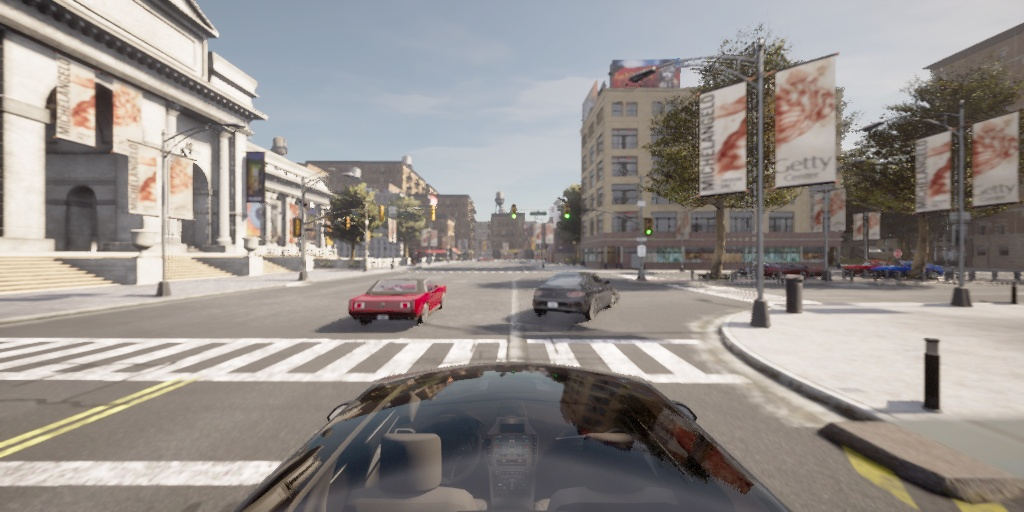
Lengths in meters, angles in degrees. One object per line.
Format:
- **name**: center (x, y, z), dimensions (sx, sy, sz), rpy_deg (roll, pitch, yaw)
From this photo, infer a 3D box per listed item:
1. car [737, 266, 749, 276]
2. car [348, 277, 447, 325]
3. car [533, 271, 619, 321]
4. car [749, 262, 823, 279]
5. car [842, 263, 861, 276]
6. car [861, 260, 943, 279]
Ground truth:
- **car**: center (23.684, 1.258, 33.825), dimensions (4.181, 1.385, 1.994), rpy_deg (0, 0, 0)
- **car**: center (-3.399, 1.332, 11.692), dimensions (1.895, 1.301, 4.718), rpy_deg (0, 0, 0)
- **car**: center (2.301, 1.256, 12.472), dimensions (1.812, 1.442, 4.674), rpy_deg (-1, 0, 29)
- **car**: center (23.221, 1.301, 30.334), dimensions (4.718, 1.301, 1.895), rpy_deg (0, 0, 0)
- **car**: center (34.071, 1.173, 33.845), dimensions (5.008, 1.535, 1.882), rpy_deg (0, 0, 0)
- **car**: center (33.215, 1.179, 30.346), dimensions (5.008, 1.535, 1.882), rpy_deg (0, 0, 0)
